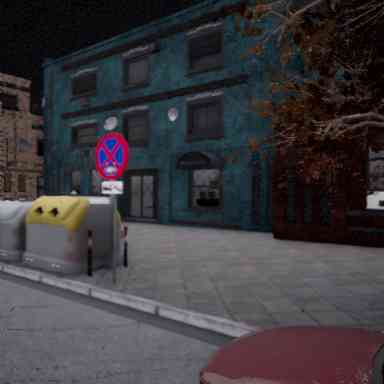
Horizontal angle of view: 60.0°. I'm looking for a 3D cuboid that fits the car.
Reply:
[{"bbox_3d":[2.151,1.526,1.844,4.674,1.442,1.812,0,0,36],"label":"car"}]
